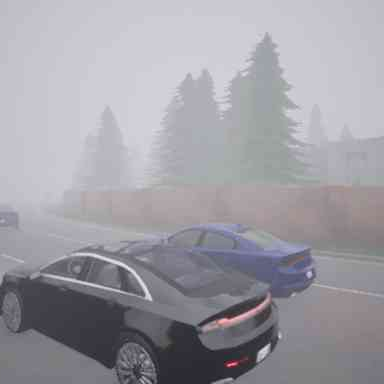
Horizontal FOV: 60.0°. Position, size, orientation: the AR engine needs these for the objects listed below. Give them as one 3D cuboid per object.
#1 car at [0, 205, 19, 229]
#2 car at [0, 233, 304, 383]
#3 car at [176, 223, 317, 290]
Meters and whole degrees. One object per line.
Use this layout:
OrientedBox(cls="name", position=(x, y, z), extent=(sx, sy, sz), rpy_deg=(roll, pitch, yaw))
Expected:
OrientedBox(cls="car", position=(-12.387, 1.530, 21.012), extent=(1.882, 1.535, 5.008), rpy_deg=(0, 0, -40))
OrientedBox(cls="car", position=(-1.134, 1.510, 5.074), extent=(4.902, 1.511, 2.128), rpy_deg=(0, 0, 38))
OrientedBox(cls="car", position=(0.449, 1.512, 8.276), extent=(5.008, 1.535, 1.882), rpy_deg=(0, 0, 39))
